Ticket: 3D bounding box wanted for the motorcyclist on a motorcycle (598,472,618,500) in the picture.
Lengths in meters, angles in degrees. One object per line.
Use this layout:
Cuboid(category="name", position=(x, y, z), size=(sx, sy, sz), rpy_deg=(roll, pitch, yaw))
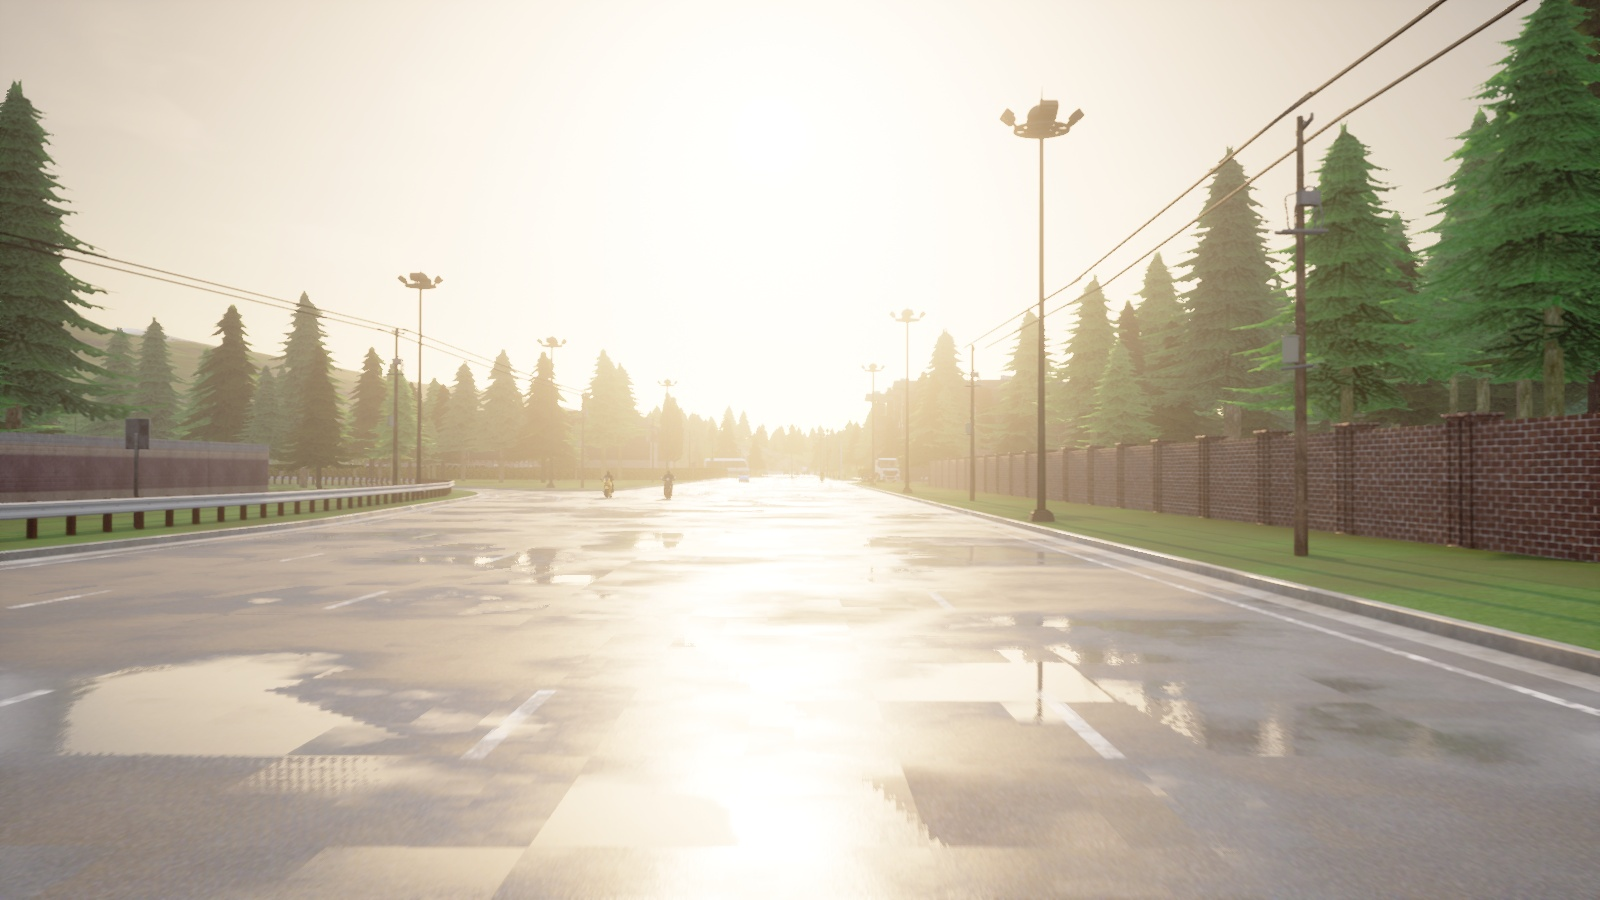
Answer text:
Cuboid(category="motorcyclist on a motorcycle", position=(-10.725, 2.014, 70.085), size=(0.797, 1.523, 2.044), rpy_deg=(0, -1, 0))
